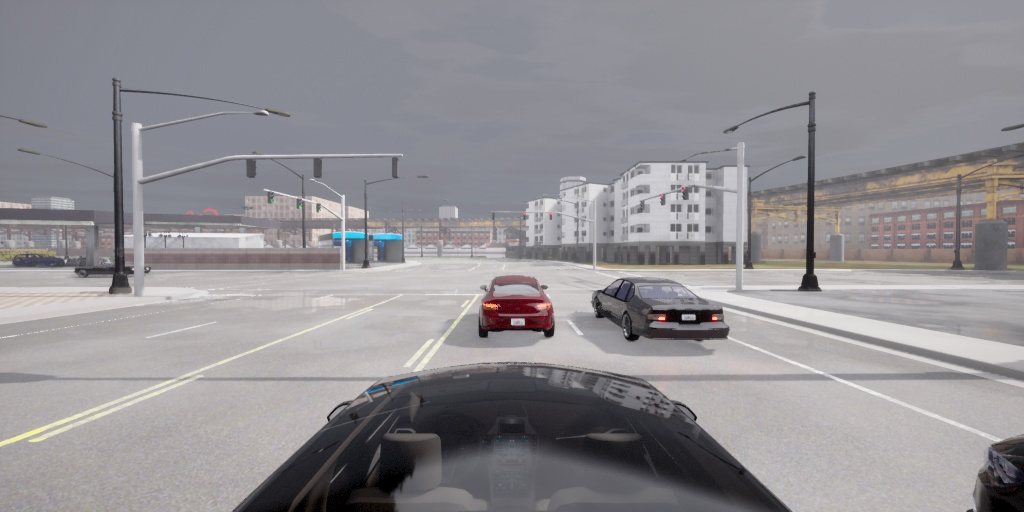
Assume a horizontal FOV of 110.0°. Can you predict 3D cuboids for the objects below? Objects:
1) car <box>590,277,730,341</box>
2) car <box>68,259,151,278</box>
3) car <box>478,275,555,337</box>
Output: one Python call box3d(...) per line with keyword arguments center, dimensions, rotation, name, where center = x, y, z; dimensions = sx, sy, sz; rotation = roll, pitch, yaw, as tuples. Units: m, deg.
box3d(center=(3.582, 1.282, 9.790), dimensions=(2.033, 1.411, 5.357), rotation=(0, 0, 0), name="car")
box3d(center=(-33.697, 1.135, 30.268), dimensions=(4.718, 1.301, 1.895), rotation=(0, 1, -1), name="car")
box3d(center=(0.071, 1.256, 10.074), dimensions=(1.812, 1.442, 4.674), rotation=(0, 0, -1), name="car")
